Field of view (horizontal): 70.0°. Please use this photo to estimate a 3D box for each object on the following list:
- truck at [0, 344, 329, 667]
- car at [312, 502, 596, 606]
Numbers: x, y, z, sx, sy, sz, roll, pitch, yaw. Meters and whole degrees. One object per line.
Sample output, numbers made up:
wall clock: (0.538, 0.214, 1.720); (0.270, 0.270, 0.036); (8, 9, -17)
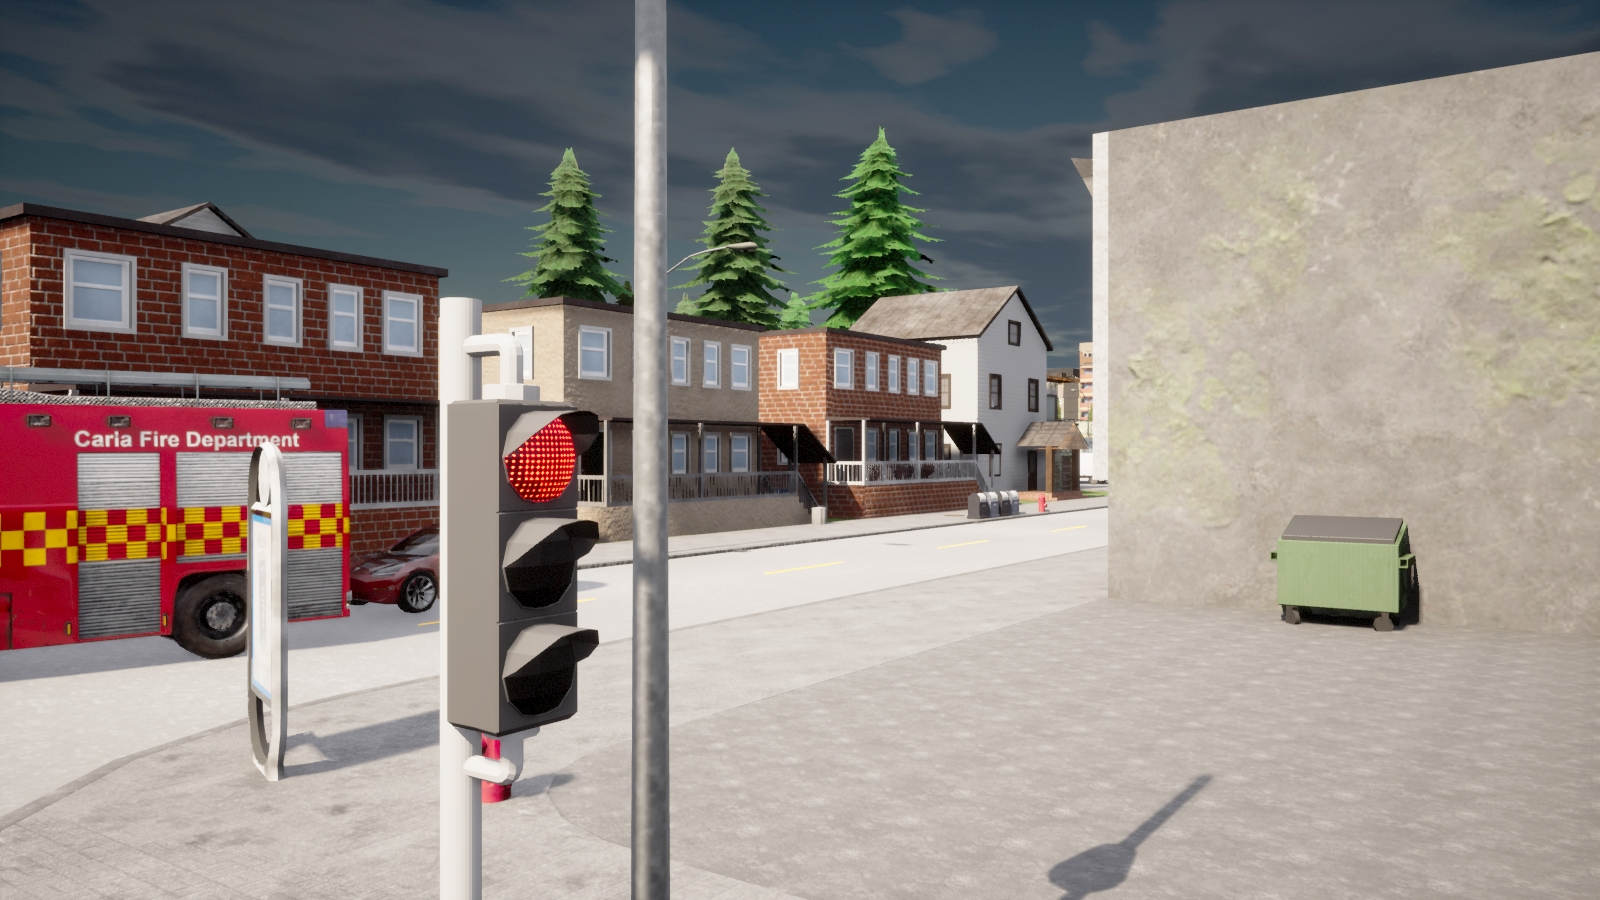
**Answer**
truck: (-10.747, 0.661, 14.301); (8.468, 3.827, 2.891); (0, 0, -41)
car: (-6.330, 1.835, 21.452); (2.163, 1.488, 4.792); (0, 0, 35)
